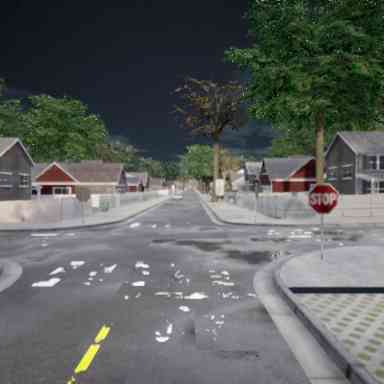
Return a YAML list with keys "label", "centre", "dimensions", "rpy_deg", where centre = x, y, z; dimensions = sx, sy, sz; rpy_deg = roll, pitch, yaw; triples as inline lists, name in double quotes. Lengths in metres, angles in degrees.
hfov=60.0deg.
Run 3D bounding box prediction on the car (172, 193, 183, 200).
- label: "car"
  centre: [-2.733, 0.876, 62.716]
  dimensions: [1.895, 1.301, 4.718]
  rpy_deg: [0, 1, 0]
